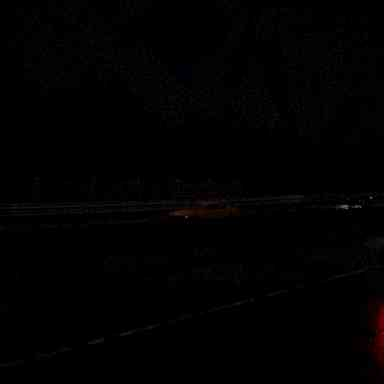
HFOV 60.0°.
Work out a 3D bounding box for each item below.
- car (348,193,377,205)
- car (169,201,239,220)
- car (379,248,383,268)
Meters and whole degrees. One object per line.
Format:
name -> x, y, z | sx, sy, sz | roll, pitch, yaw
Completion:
car -> 22.512, 0.907, 43.952 | 5.008, 1.535, 1.882 | -2, 1, -37
car -> 0.846, 1.406, 21.677 | 5.008, 1.535, 1.882 | -1, 0, -35
car -> 6.905, 1.556, 8.595 | 4.718, 1.301, 1.895 | -1, 0, -35
